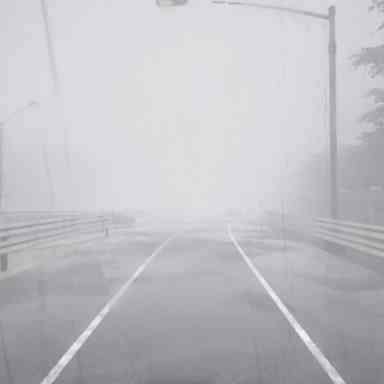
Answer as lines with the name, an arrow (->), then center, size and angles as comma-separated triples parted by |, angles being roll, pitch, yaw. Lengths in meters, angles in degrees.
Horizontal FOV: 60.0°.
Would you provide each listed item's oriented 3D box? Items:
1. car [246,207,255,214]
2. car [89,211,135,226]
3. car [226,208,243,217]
car -> 13.480, 4.296, 76.527 | 1.837, 1.490, 4.892 | 0, -2, 10
car -> -7.149, 2.395, 29.941 | 1.994, 1.385, 4.181 | -2, -3, 37
car -> 7.071, 3.371, 54.906 | 1.882, 1.535, 5.008 | 0, -2, 22
